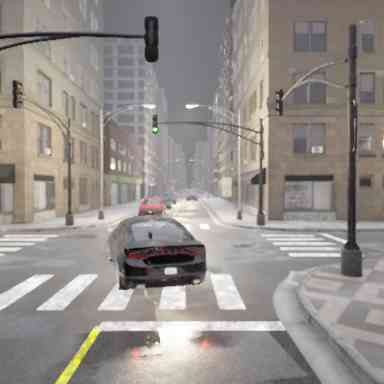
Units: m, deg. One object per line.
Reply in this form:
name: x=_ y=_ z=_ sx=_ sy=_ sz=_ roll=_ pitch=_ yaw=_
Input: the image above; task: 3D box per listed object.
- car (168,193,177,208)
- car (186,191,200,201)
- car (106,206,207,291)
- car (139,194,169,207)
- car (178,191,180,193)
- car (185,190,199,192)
car: x=-3.113 y=1.136 z=36.711 sx=2.033 sy=1.411 sz=5.357 roll=0 pitch=1 yaw=0
car: x=-0.003 y=0.952 z=58.018 sx=1.895 sy=1.301 sz=4.718 roll=0 pitch=1 yaw=0
car: x=-1.175 y=1.378 z=8.925 sx=1.882 sy=1.535 sz=5.008 roll=0 pitch=1 yaw=-18
car: x=-3.132 y=1.174 z=26.979 sx=1.882 sy=1.535 sz=5.008 roll=0 pitch=1 yaw=-1
car: x=-3.128 y=0.980 z=46.884 sx=1.837 sy=1.490 sz=4.892 roll=0 pitch=1 yaw=0
car: x=-0.100 y=0.765 z=68.108 sx=1.812 sy=1.442 sz=4.674 roll=0 pitch=1 yaw=0
